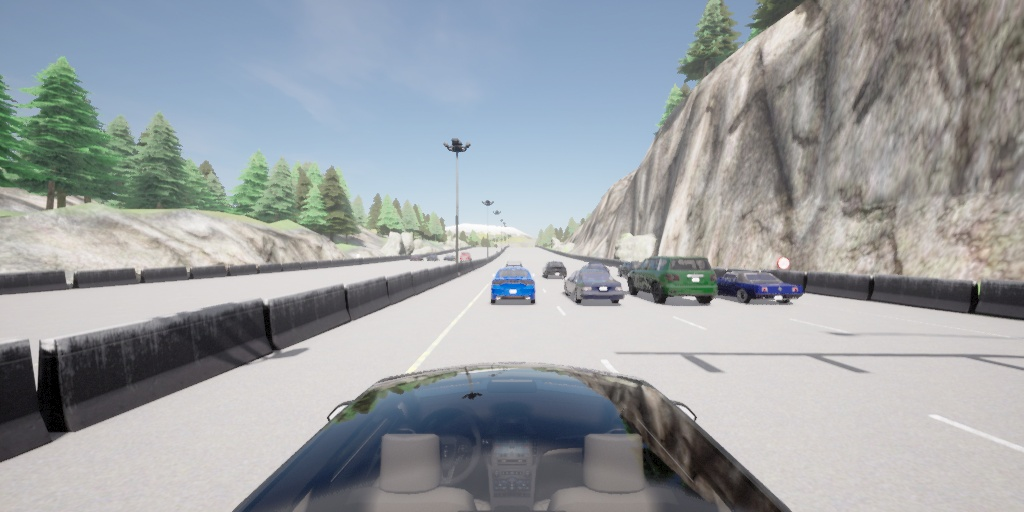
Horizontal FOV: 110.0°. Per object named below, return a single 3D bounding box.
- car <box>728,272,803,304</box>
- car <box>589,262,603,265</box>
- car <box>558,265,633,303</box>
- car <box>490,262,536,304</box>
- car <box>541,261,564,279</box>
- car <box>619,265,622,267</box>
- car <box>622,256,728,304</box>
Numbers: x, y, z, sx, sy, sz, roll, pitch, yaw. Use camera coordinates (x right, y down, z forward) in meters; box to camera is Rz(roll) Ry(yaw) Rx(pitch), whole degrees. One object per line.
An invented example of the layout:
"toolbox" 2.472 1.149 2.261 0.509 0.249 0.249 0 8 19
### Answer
"car" 10.563 1.364 16.405 1.895 1.301 4.718 0 0 0
"car" 7.179 1.243 31.398 1.994 1.385 4.181 0 0 0
"car" 3.563 1.311 16.430 2.033 1.411 5.357 0 0 0
"car" 0.063 1.233 16.457 1.882 1.535 5.008 0 0 0
"car" 3.680 1.187 31.425 1.837 1.490 4.892 0 0 0
"car" 10.679 1.187 31.371 1.837 1.490 4.892 0 0 0
"car" 7.063 1.005 16.433 2.150 2.045 5.566 0 0 0
